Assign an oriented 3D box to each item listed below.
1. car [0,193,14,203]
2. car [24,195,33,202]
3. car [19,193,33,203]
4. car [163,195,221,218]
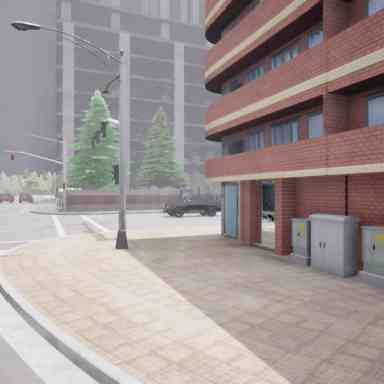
[{"bbox_3d":[-38.739,1.225,69.813,2.150,2.045,5.566,0,0,-23],"label":"car"},{"bbox_3d":[-38.892,1.524,79.102,1.812,1.442,4.674,0,0,-23],"label":"car"},{"bbox_3d":[-34.743,1.225,69.363,2.150,2.045,5.566,0,0,-23],"label":"car"},{"bbox_3d":[0.088,1.277,31.288,5.566,2.045,2.150,0,0,-23],"label":"car"}]
